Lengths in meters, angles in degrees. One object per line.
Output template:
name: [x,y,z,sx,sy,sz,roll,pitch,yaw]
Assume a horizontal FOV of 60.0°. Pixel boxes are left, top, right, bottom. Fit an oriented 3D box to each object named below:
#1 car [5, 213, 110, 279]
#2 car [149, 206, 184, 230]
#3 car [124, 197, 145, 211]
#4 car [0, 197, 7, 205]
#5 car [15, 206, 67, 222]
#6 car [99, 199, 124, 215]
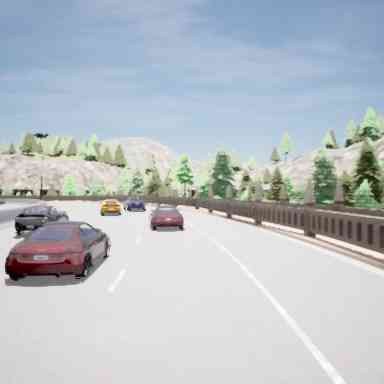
car: [-3.786,1.567,10.078,1.994,1.385,4.181,0,0,-3]
car: [-1.710,1.578,21.540,1.994,1.385,4.181,0,0,-9]
car: [-7.244,1.410,41.332,2.097,1.767,4.553,0,0,-20]
car: [-37.005,1.777,63.937,1.812,1.442,4.674,0,0,-39]
car: [-8.311,1.506,18.714,2.128,1.511,4.902,0,0,-9]
car: [-8.510,1.523,34.512,1.882,1.535,5.008,0,0,-17]
